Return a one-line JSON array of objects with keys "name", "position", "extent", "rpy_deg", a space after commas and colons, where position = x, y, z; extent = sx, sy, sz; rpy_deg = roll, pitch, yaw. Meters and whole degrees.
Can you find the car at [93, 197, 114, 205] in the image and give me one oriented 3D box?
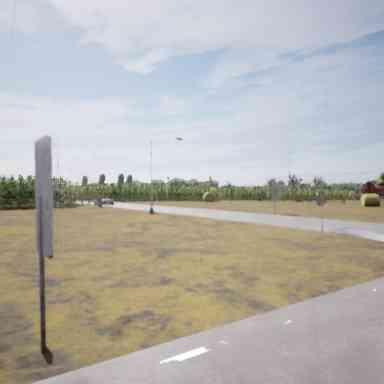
[{"name": "car", "position": [-14.143, 1.397, 53.236], "extent": [1.895, 1.301, 4.718], "rpy_deg": [-1, 1, -36]}]
